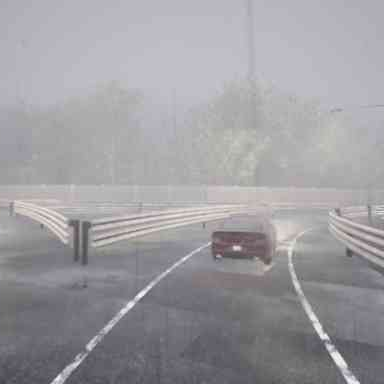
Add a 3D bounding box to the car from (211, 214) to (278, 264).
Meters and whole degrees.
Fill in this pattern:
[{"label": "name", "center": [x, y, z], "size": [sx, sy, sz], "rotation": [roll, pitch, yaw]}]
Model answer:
[{"label": "car", "center": [2.085, 1.560, 12.391], "size": [1.882, 1.535, 5.008], "rotation": [0, 0, 17]}]
